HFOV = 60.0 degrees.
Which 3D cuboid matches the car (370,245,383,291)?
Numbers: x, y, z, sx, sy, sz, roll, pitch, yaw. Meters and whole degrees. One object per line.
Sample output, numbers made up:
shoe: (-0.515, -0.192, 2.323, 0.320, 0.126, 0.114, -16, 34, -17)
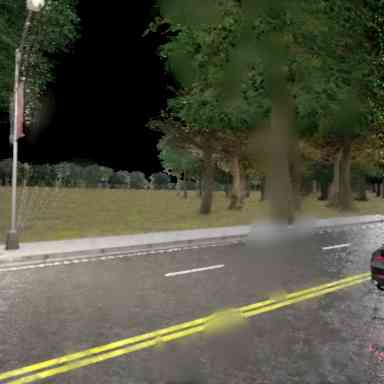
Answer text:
car: (6.041, 1.528, 7.769, 4.892, 1.490, 1.837, 0, 0, -36)
